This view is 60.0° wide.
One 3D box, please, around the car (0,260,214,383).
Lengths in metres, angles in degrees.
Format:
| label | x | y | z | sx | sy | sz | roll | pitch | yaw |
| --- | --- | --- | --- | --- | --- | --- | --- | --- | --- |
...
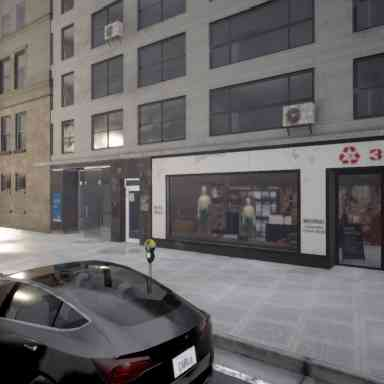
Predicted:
| label | x | y | z | sx | sy | sz | roll | pitch | yaw |
| --- | --- | --- | --- | --- | --- | --- | --- | --- | --- |
| car | -1.755 | 1.566 | 4.218 | 4.313 | 1.339 | 1.947 | 0 | 0 | 36 |
